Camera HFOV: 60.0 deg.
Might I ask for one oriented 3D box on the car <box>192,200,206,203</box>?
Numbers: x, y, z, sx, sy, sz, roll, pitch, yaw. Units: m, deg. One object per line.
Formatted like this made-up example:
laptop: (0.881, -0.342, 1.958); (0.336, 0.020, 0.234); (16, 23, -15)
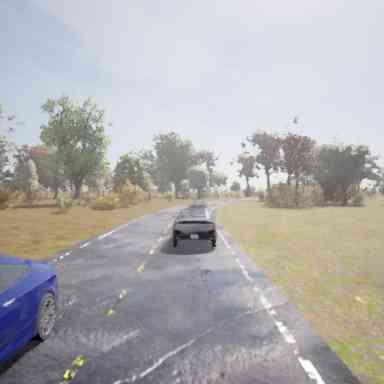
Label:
car: (0.739, 1.556, 36.649); (2.033, 1.411, 5.357); (0, 0, 4)

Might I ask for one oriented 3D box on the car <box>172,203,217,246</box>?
car: (0.099, 1.496, 15.222); (2.128, 1.511, 4.902); (0, 0, 0)

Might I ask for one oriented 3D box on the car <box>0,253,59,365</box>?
car: (-3.098, 1.522, 3.797); (1.812, 1.442, 4.674); (0, 0, 0)
